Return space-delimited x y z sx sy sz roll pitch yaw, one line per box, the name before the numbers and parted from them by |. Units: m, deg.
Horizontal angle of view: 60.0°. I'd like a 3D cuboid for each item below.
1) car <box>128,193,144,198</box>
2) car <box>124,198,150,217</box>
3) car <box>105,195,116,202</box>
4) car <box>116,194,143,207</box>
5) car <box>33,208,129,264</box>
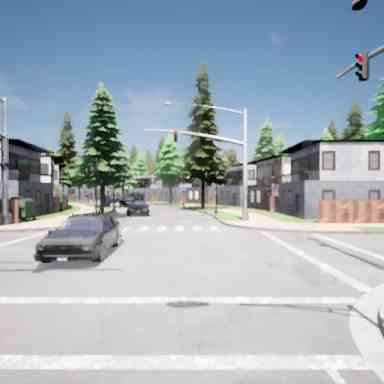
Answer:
car | -10.414 1.174 58.567 2.150 2.045 5.566 0 0 -36
car | -4.845 1.522 30.522 1.994 1.385 4.181 0 0 -6
car | -16.533 1.303 66.909 2.097 1.767 4.553 0 0 -45
car | -9.041 1.446 47.557 2.128 1.511 4.902 0 0 -23
car | -3.810 1.530 12.139 2.033 1.411 5.357 0 0 -3
